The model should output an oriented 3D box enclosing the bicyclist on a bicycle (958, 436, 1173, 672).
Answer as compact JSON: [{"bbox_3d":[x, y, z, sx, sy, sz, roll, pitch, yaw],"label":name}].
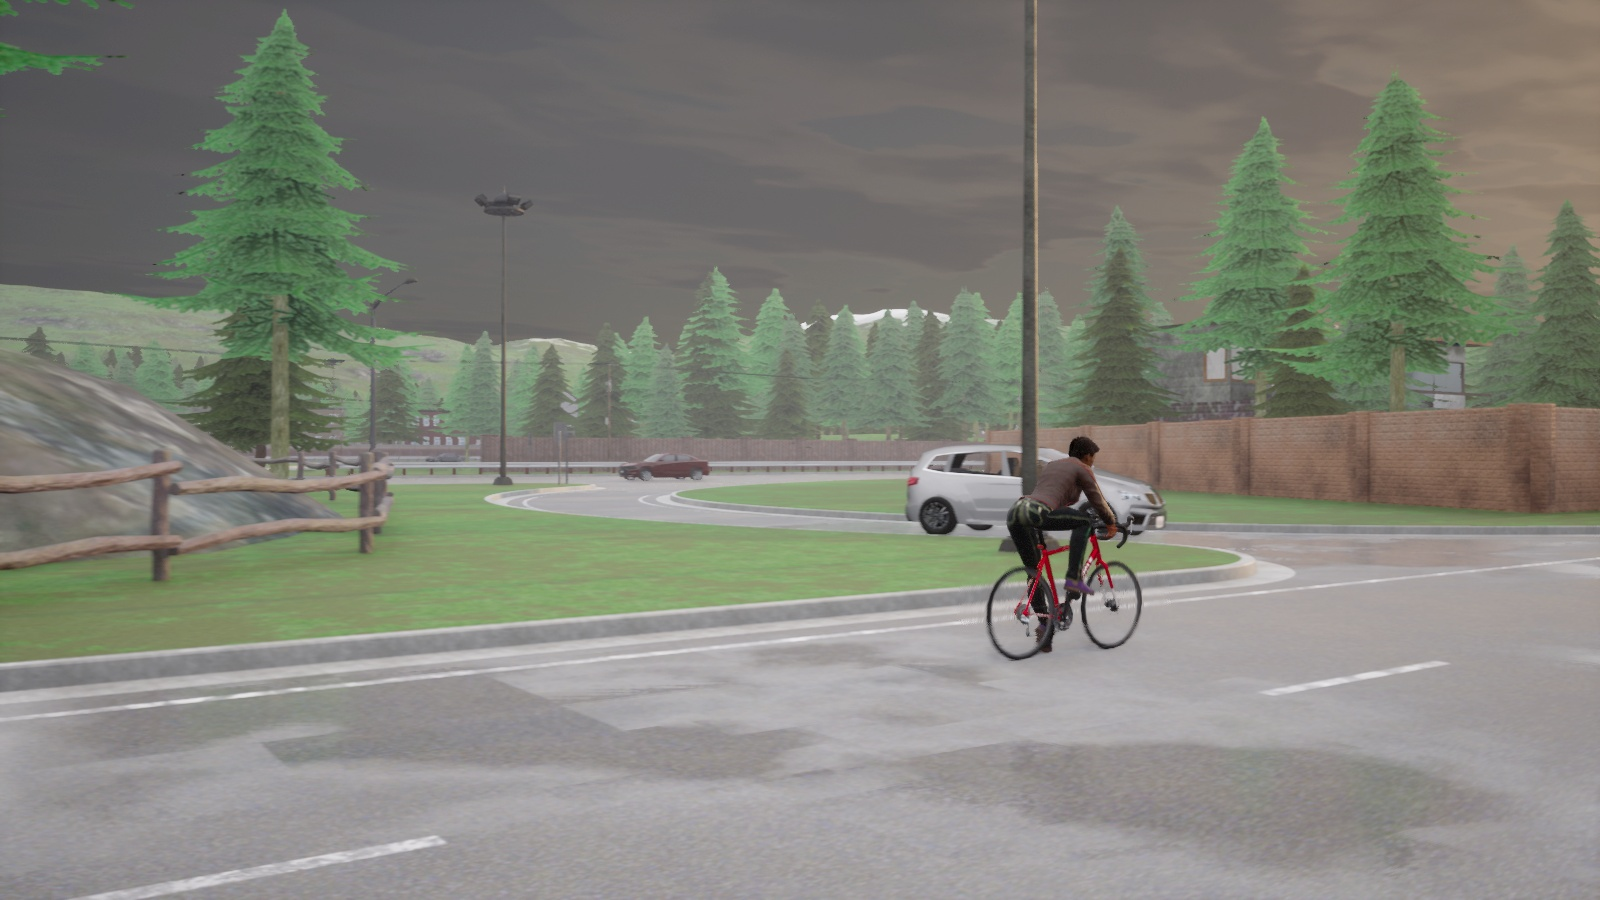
[{"bbox_3d":[1.986,0.716,9.306,1.656,1.620,0.582,0,0,-35],"label":"bicyclist on a bicycle"}]

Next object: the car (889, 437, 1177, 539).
[{"bbox_3d":[4.172,0.636,22.671,4.611,1.667,2.242,0,0,31],"label":"car"}]

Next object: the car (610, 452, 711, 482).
[{"bbox_3d":[-7.334,0.900,66.386,5.008,1.535,1.882,0,0,-35],"label":"car"}]
